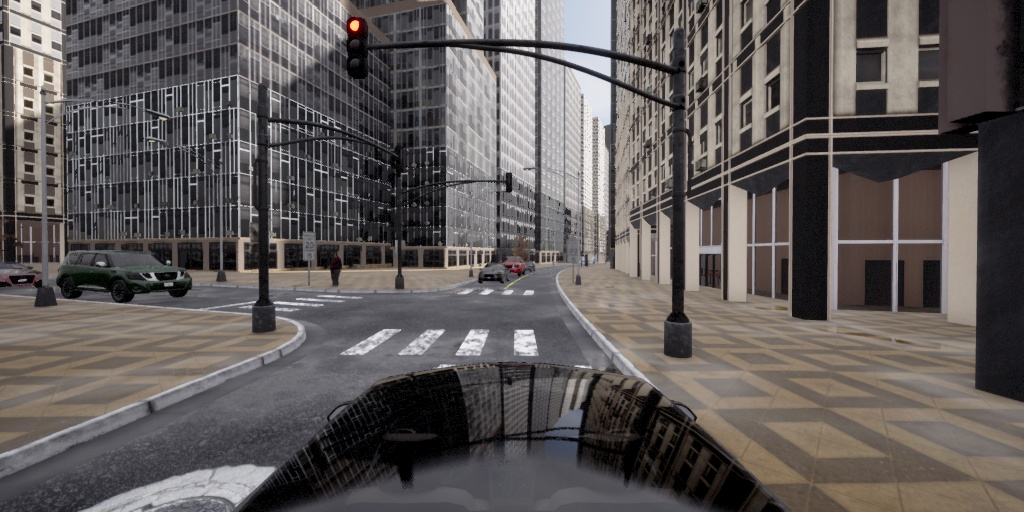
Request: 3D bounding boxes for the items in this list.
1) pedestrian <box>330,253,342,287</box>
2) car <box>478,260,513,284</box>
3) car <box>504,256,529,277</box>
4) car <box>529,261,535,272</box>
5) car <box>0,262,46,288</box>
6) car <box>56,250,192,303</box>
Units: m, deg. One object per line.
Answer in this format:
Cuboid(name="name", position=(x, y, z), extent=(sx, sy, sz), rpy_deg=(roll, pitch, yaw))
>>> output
Cuboid(name="pedestrian", position=(-9.585, 0.716, 19.448), extent=(0.375, 1.860, 0.375), rpy_deg=(0, 0, 16))
Cuboid(name="car", position=(-1.316, 1.288, 27.321), extent=(1.837, 1.490, 4.892), rpy_deg=(0, 0, 7))
Cuboid(name="car", position=(0.108, 1.041, 37.824), extent=(2.150, 2.045, 5.566), rpy_deg=(0, 0, 9))
Cuboid(name="car", position=(1.970, 1.363, 48.090), extent=(2.128, 1.511, 4.902), rpy_deg=(0, 0, 12))
Cuboid(name="car", position=(-25.808, 0.982, 18.035), extent=(4.181, 1.385, 1.994), rpy_deg=(1, 1, 16))
Cuboid(name="car", position=(-16.621, 0.770, 15.382), extent=(5.566, 2.045, 2.150), rpy_deg=(1, 1, 17))
